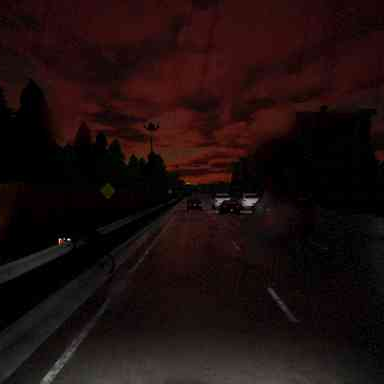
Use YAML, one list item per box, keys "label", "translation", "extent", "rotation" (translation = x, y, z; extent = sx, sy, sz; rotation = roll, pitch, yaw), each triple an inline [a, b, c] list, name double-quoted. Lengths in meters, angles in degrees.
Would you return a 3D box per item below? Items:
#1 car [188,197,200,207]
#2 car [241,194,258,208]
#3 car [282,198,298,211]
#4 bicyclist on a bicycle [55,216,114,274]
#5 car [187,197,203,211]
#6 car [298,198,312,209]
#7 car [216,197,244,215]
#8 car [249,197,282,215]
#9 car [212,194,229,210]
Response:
- label: "car"
  translation: [0.268, 1.526, 51.025]
  extent: [1.812, 1.442, 4.674]
  rotation: [0, 0, 0]
- label: "car"
  translation: [7.339, 1.221, 43.506]
  extent: [2.150, 2.045, 5.566]
  rotation: [0, 0, 0]
- label: "car"
  translation: [10.829, 1.601, 40.215]
  extent: [1.895, 1.301, 4.718]
  rotation: [0, 0, 0]
- label: "bicyclist on a bicycle"
  translation: [-2.909, 1.491, 9.098]
  extent: [1.656, 1.620, 0.582]
  rotation: [4, 0, 0]
- label: "car"
  translation: [0.341, 1.547, 40.675]
  extent: [2.033, 1.411, 5.357]
  rotation: [0, 0, 0]
- label: "car"
  translation: [14.344, 1.478, 44.306]
  extent: [1.882, 1.535, 5.008]
  rotation: [0, 0, 0]
- label: "car"
  translation: [3.798, 1.526, 34.029]
  extent: [1.812, 1.442, 4.674]
  rotation: [0, 0, 0]
- label: "car"
  translation: [7.295, 1.505, 33.596]
  extent: [1.837, 1.490, 4.892]
  rotation: [0, 0, 0]
- label: "car"
  translation: [3.837, 1.221, 43.944]
  extent: [2.150, 2.045, 5.566]
  rotation: [0, 0, 0]
